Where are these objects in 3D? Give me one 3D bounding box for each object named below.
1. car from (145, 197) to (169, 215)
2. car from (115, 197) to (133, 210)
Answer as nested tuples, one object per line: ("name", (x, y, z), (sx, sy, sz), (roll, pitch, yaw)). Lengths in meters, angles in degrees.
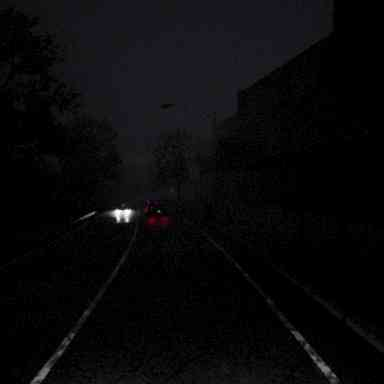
("car", (-3.276, 1.456, 31.926), (1.895, 1.301, 4.718), (-1, 0, -9))
("car", (-8.502, 1.375, 41.702), (2.128, 1.511, 4.902), (-1, 0, -9))
